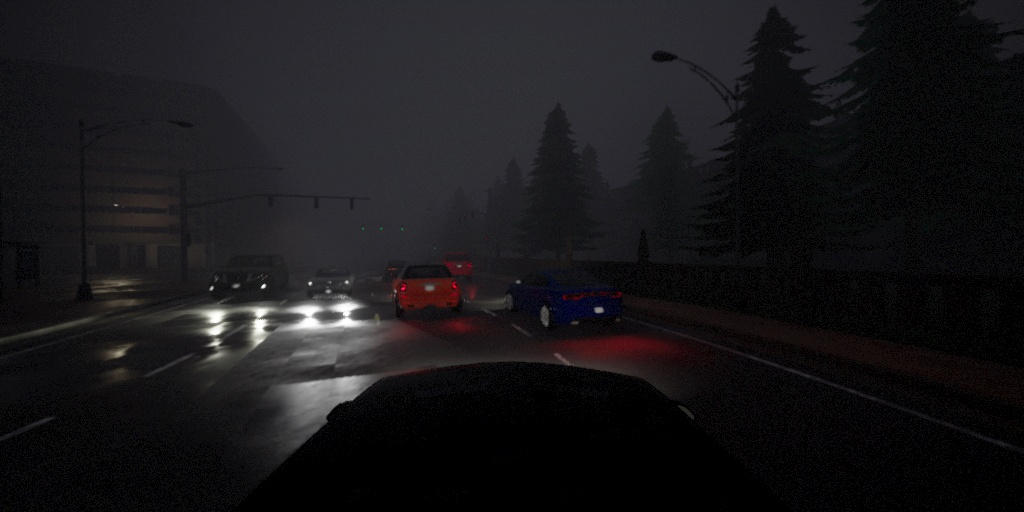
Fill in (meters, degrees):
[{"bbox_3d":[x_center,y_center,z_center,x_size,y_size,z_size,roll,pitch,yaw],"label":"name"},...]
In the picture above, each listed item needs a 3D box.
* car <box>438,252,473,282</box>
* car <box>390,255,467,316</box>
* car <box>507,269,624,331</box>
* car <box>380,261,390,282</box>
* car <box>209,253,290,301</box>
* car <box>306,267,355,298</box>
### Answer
[{"bbox_3d":[-4.400,0.741,25.700,2.150,2.045,5.566,-1,0,-22],"label":"car"},{"bbox_3d":[-3.254,1.001,13.164,2.097,1.767,4.553,-1,1,-19],"label":"car"},{"bbox_3d":[1.290,1.121,10.787,1.882,1.535,5.008,0,0,-18],"label":"car"},{"bbox_3d":[-8.639,1.043,26.773,1.837,1.490,4.892,0,0,-23],"label":"car"},{"bbox_3d":[-12.546,0.888,17.564,2.150,2.045,5.566,-1,0,-22],"label":"car"},{"bbox_3d":[-8.857,1.238,17.778,1.895,1.301,4.718,-1,1,-22],"label":"car"}]
